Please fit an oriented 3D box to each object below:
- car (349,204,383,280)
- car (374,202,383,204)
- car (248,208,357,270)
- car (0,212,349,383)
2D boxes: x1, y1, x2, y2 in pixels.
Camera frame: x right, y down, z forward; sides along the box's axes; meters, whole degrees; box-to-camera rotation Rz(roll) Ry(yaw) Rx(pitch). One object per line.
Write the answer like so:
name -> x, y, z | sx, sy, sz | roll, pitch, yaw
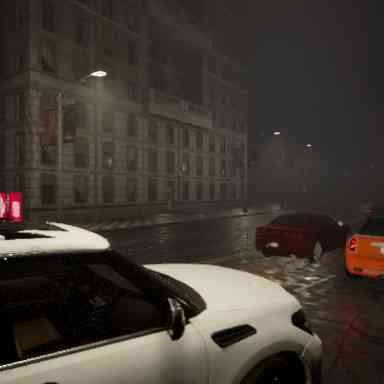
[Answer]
car -> 5.924, 1.348, 8.986 | 4.553, 1.767, 2.097 | 0, 0, -45
car -> 14.449, 1.515, 25.129 | 1.812, 1.442, 4.674 | 0, 0, 37
car -> 4.214, 1.471, 12.130 | 1.882, 1.535, 5.008 | 0, 0, 42
car -> -1.418, 1.221, 2.437 | 5.566, 2.045, 2.150 | 0, 0, -35
